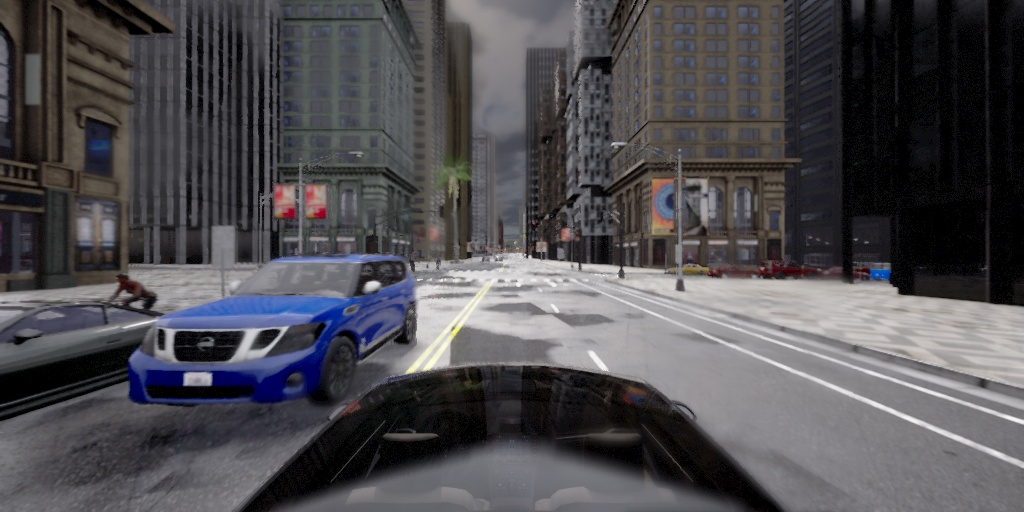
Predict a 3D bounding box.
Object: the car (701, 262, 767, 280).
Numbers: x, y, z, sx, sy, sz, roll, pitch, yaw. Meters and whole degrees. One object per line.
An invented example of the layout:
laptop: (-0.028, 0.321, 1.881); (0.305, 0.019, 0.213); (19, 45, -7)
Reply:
car: (20.738, 1.554, 33.605); (4.507, 1.381, 1.888); (0, 0, 0)

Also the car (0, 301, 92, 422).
car: (-6.597, 1.314, 4.650); (1.994, 1.385, 4.181); (0, 0, 0)

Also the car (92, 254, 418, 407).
car: (-3.347, 0.971, 6.585); (2.150, 2.045, 5.566); (0, 0, 0)

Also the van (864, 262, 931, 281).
van: (36.000, 1.554, 33.547); (3.998, 1.789, 1.690); (0, 0, 0)

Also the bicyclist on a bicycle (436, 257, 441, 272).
bicyclist on a bicycle: (-8.764, 1.051, 42.402); (0.659, 1.776, 1.843); (0, -1, 0)

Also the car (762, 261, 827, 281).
car: (25.825, 1.392, 33.585); (5.009, 1.841, 2.192); (0, 0, 0)

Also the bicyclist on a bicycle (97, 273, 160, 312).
bicyclist on a bicycle: (-8.774, 1.201, 8.247); (0.582, 1.620, 1.656); (0, 0, 0)

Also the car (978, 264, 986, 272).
car: (41.086, 1.595, 33.527); (5.009, 1.841, 2.192); (0, 0, 0)

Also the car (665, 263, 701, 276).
car: (20.602, 1.555, 42.133); (4.829, 1.417, 1.751); (0, 0, 0)

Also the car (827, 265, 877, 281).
car: (30.912, 1.727, 33.566); (4.207, 1.307, 1.802); (0, 0, 0)

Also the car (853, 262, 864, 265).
car: (40.315, 1.606, 42.081); (5.009, 1.841, 2.192); (0, 0, 0)
